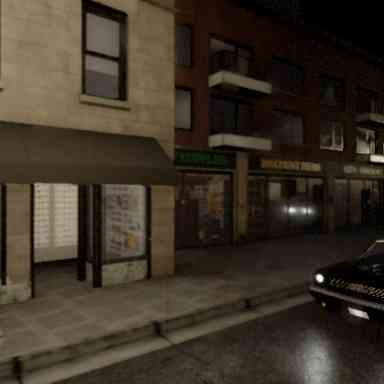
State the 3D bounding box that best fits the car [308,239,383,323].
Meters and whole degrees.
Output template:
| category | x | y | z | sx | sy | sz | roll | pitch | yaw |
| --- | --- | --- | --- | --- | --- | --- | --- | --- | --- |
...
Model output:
| category | x | y | z | sx | sy | sz | roll | pitch | yaw |
| --- | --- | --- | --- | --- | --- | --- | --- | --- | --- |
| car | 4.412 | 1.603 | 6.542 | 4.718 | 1.301 | 1.895 | 0 | 0 | -36 |
